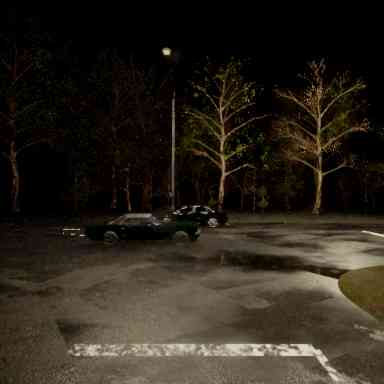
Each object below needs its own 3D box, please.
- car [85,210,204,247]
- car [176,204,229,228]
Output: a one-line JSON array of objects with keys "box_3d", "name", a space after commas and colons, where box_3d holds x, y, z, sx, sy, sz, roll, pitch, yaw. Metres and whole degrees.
[{"box_3d": [-1.992, 1.601, 14.391, 4.718, 1.301, 1.895, 0, 0, 0], "name": "car"}, {"box_3d": [-0.092, 1.579, 21.420, 4.892, 1.490, 1.837, 0, 0, 0], "name": "car"}]
